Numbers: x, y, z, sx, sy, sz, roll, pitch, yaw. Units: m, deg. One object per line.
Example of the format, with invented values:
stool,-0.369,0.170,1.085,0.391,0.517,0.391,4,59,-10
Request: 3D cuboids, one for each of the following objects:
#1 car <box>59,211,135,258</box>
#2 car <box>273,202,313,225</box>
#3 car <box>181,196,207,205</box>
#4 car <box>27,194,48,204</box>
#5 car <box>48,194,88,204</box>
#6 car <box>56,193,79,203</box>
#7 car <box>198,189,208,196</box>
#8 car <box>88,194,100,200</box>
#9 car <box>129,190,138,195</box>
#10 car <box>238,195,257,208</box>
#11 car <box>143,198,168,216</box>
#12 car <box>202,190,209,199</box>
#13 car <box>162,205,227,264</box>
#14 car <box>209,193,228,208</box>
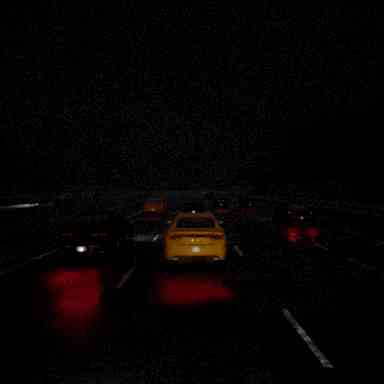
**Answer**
car,-3.389,1.482,12.596,1.837,1.490,4.892,0,0,0
car,7.047,1.442,23.532,1.812,1.442,4.674,0,1,1
car,0.128,1.363,29.784,1.837,1.490,4.892,0,1,0
car,-24.497,1.079,53.295,2.128,1.511,4.902,0,1,1
car,-14.060,1.317,38.009,2.033,1.411,5.357,0,1,0
car,-20.980,1.028,56.308,1.882,1.535,5.008,0,1,1
car,3.593,0.201,94.260,2.150,2.045,5.566,0,1,0
car,-17.484,1.052,58.103,1.812,1.442,4.674,0,1,1
car,-13.922,0.337,79.468,1.812,1.442,4.674,0,1,0
car,7.135,1.223,43.220,1.837,1.490,4.892,0,1,0
car,-3.371,1.323,31.006,1.882,1.535,5.008,0,1,0
car,3.566,0.907,67.194,1.837,1.490,4.892,0,1,0
car,0.111,1.458,11.838,1.882,1.535,5.008,0,0,0
car,3.541,1.231,42.478,1.837,1.490,4.892,0,1,0
